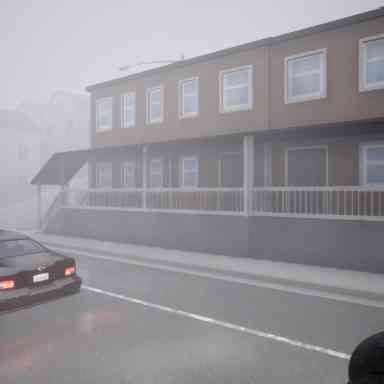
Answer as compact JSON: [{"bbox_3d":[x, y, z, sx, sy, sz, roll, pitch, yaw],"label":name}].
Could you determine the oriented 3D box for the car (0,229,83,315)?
[{"bbox_3d":[-4.687,1.547,7.306,5.357,1.411,2.033,0,0,36],"label":"car"}]

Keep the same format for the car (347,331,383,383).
[{"bbox_3d":[3.438,1.478,1.536,5.008,1.535,1.882,0,0,35],"label":"car"}]
